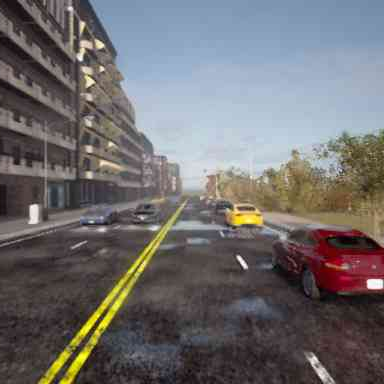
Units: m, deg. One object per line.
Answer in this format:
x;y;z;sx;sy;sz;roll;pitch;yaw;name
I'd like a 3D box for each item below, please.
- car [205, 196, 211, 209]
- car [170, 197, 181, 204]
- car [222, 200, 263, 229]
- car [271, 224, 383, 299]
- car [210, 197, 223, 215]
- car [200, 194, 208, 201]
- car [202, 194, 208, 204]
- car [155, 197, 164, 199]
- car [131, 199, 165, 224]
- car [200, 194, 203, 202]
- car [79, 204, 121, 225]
3.254;1.665;46.376;1.994;1.385;4.181;0;0;0;car
-3.248;1.730;66.295;2.033;1.411;5.357;0;0;0;car
3.352;1.523;22.008;1.882;1.535;5.008;0;0;0;car
3.350;1.544;8.386;1.812;1.442;4.674;0;-1;0;car
3.253;1.579;35.376;1.837;1.490;4.892;0;0;0;car
3.257;1.440;90.409;2.150;2.045;5.566;0;0;0;car
3.255;1.586;57.567;1.801;1.575;5.366;0;0;0;car
-6.498;1.658;65.876;1.882;1.535;5.008;0;0;0;car
-3.334;1.556;25.046;1.837;1.490;4.892;0;0;0;car
3.255;1.636;68.377;1.882;1.535;5.008;0;0;0;car
-6.588;1.598;24.500;2.033;1.411;5.357;0;0;0;car
